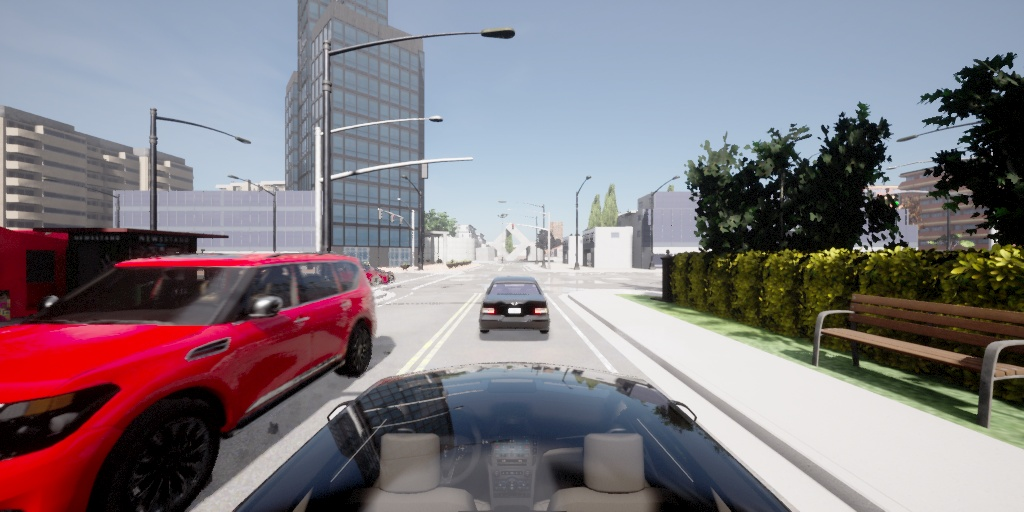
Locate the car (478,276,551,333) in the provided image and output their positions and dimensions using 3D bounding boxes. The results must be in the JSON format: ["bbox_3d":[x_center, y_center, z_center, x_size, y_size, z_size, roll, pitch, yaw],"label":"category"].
[{"bbox_3d":[0.069,1.297,10.718,2.033,1.411,5.357,0,0,0],"label":"car"}]

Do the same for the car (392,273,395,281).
[{"bbox_3d":[-10.764,1.369,26.146,4.181,1.385,1.994,0,0,0],"label":"car"}]

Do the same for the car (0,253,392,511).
[{"bbox_3d":[-3.568,0.971,4.437,2.150,2.045,5.566,0,0,0],"label":"car"}]

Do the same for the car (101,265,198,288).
[{"bbox_3d":[-26.188,1.461,26.051,4.902,1.511,2.128,0,0,-1],"label":"car"}]
